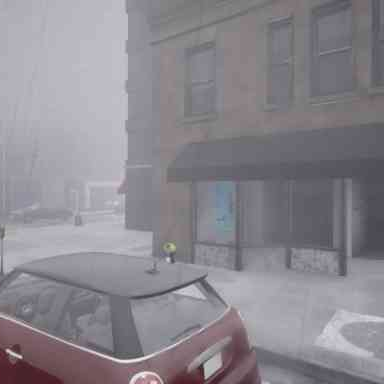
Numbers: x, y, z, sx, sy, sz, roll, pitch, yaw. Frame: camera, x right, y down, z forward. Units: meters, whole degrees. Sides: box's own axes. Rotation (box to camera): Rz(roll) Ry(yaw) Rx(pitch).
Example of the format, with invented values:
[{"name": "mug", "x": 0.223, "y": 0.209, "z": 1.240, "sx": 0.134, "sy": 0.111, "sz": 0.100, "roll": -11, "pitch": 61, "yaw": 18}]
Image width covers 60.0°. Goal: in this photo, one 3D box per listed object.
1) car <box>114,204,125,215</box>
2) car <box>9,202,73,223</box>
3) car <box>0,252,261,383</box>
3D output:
[{"name": "car", "x": -5.736, "y": 1.555, "z": 33.367, "sx": 1.994, "sy": 1.385, "sz": 4.181, "roll": 0, "pitch": 0, "yaw": 36}, {"name": "car", "x": -11.377, "y": 1.515, "z": 25.367, "sx": 1.812, "sy": 1.442, "sz": 4.674, "roll": 0, "pitch": 0, "yaw": 37}, {"name": "car", "x": -1.405, "y": 1.440, "z": 3.851, "sx": 4.097, "sy": 1.590, "sz": 1.967, "roll": 0, "pitch": 0, "yaw": 36}]
